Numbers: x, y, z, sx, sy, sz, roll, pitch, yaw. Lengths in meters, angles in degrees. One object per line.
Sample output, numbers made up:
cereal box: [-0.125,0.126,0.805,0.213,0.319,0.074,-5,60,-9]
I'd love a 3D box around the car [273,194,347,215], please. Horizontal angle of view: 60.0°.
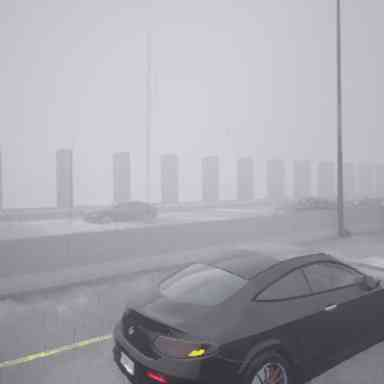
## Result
car: [7.346,1.114,21.349,4.902,1.511,2.128,-1,1,-33]

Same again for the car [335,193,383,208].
car: [15.743,0.894,30.799,4.674,1.442,1.812,-1,1,-32]

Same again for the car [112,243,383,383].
car: [1.274,1.451,4.548,4.674,1.442,1.812,-1,1,-34]

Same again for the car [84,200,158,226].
car: [-4.594,1.315,21.907,4.892,1.490,1.837,-1,1,-33]
